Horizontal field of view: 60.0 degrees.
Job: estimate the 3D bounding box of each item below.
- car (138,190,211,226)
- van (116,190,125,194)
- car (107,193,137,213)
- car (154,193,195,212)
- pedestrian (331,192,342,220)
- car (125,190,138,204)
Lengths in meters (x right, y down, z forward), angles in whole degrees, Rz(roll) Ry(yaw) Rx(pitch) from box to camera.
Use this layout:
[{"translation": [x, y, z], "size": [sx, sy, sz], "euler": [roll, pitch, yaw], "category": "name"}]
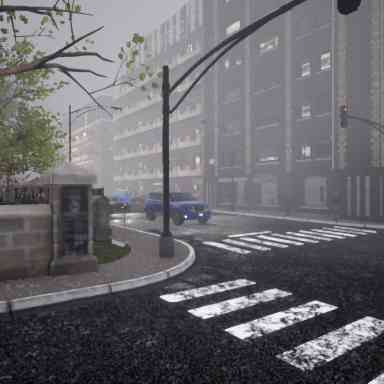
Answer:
[{"translation": [-1.102, 0.926, 21.654], "size": [2.150, 2.045, 5.566], "euler": [0, 1, -36], "category": "car"}, {"translation": [-8.299, 0.655, 41.312], "size": [1.690, 1.788, 3.998], "euler": [1, 1, -36], "category": "van"}, {"translation": [-7.045, 1.090, 29.770], "size": [1.994, 1.385, 4.181], "euler": [0, 1, -36], "category": "car"}, {"translation": [-1.776, 0.950, 32.401], "size": [1.967, 1.590, 4.097], "euler": [1, 1, -36], "category": "car"}, {"translation": [9.495, 0.901, 21.964], "size": [0.375, 1.860, 0.375], "euler": [1, -1, -36], "category": "pedestrian"}, {"translation": [-5.036, 0.727, 36.855], "size": [2.192, 1.841, 5.009], "euler": [1, 1, -36], "category": "car"}]
